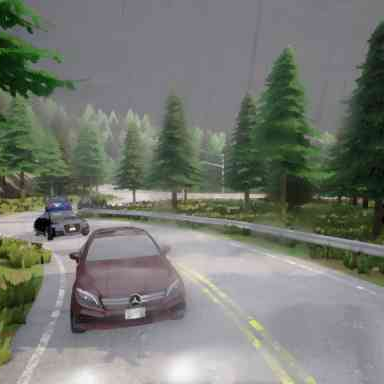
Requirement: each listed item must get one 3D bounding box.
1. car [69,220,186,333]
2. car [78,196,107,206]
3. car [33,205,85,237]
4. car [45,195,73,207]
[{"bbox_3d":[-1.522,1.523,7.086,1.812,1.442,4.674,-2,0,-17],"label":"car"},{"bbox_3d":[-12.723,1.289,42.821,2.097,1.767,4.553,2,2,13],"label":"car"},{"bbox_3d":[-7.071,1.663,17.826,1.994,1.385,4.181,-4,2,-38],"label":"car"},{"bbox_3d":[-12.865,1.326,32.231,2.150,2.045,5.566,-1,0,-18],"label":"car"}]
